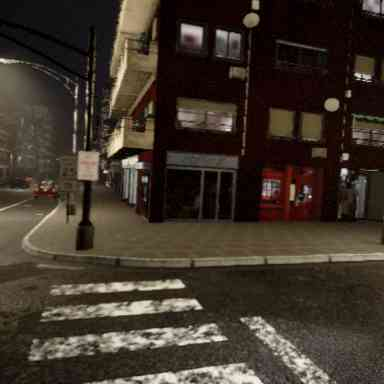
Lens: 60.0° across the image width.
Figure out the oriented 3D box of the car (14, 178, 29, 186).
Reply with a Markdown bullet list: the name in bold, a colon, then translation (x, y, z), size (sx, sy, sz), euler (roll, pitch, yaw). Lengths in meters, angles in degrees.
- **car**: translation (-31.432, -1.924, 61.509), size (1.802, 1.307, 4.206), euler (1, 2, -17)

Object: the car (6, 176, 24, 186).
- **car**: translation (-29.783, -1.811, 56.082), size (1.967, 1.590, 4.097), euler (1, 2, -17)

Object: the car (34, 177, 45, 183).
- **car**: translation (-38.040, -2.982, 83.183), size (1.887, 1.381, 4.507), euler (1, 2, -17)

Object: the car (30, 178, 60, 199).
- **car**: translation (-13.573, -0.217, 31.376), size (1.967, 1.590, 4.097), euler (1, 2, -17)

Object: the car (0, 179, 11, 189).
- **car**: translation (-26.448, -1.208, 45.081), size (1.752, 1.417, 4.829), euler (1, 2, -17)

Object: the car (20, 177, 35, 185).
- **car**: translation (-33.088, -2.217, 66.925), size (1.887, 1.381, 4.507), euler (1, 2, -17)

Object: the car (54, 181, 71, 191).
- **car**: translation (-18.511, -0.857, 47.644), size (1.947, 1.339, 4.313), euler (1, 2, -17)

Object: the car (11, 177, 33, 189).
- **car**: translation (-24.352, -1.155, 47.350), size (2.033, 1.411, 5.357), euler (2, 2, -17)
